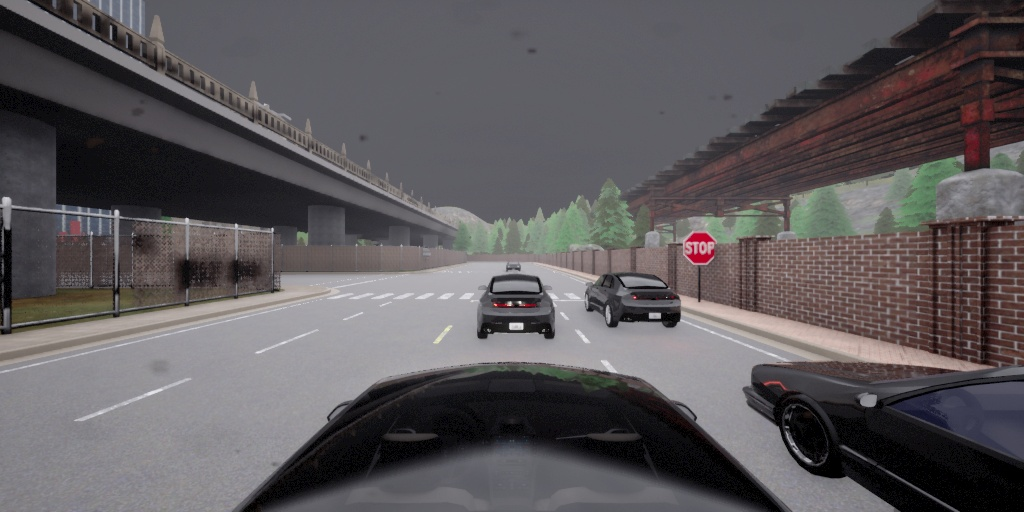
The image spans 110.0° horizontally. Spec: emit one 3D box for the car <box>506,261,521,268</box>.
[{"bbox_3d":[0.164,1.351,46.346,1.895,1.301,4.718,0,0,-1],"label":"car"}]

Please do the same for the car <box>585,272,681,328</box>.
[{"bbox_3d":[3.596,1.255,11.428,1.837,1.490,4.892,0,0,0],"label":"car"}]

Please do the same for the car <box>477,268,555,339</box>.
[{"bbox_3d":[0.095,1.255,10.067,1.837,1.490,4.892,0,0,0],"label":"car"}]

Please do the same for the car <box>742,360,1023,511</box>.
[{"bbox_3d":[3.600,1.297,1.681,2.033,1.411,5.357,0,0,0],"label":"car"}]
